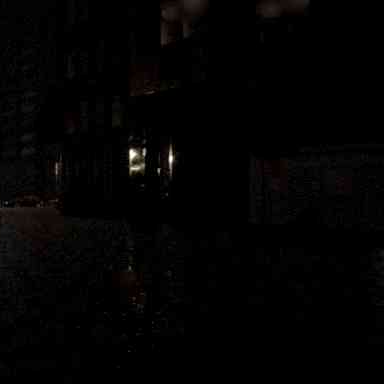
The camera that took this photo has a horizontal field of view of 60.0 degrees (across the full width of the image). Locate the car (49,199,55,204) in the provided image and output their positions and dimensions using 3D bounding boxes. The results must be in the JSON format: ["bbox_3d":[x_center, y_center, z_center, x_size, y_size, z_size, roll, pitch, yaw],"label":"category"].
[{"bbox_3d":[-22.653,1.380,57.762,1.802,1.307,4.206,0,0,35],"label":"car"}]

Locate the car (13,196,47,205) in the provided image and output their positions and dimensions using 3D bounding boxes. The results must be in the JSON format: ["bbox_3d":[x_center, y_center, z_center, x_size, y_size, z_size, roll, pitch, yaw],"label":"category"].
[{"bbox_3d":[-25.861,1.347,53.123,1.887,1.381,4.507,0,0,35],"label":"car"}]

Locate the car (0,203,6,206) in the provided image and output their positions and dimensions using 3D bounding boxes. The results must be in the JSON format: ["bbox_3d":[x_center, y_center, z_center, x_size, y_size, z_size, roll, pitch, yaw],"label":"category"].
[{"bbox_3d":[-25.279,1.164,38.975,2.192,1.841,5.009,0,0,35],"label":"car"}]

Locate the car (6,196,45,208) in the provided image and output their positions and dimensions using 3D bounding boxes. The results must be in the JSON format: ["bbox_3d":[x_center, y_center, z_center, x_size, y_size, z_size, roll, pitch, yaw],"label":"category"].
[{"bbox_3d":[-22.071,1.411,43.615,1.947,1.339,4.313,0,0,35],"label":"car"}]
